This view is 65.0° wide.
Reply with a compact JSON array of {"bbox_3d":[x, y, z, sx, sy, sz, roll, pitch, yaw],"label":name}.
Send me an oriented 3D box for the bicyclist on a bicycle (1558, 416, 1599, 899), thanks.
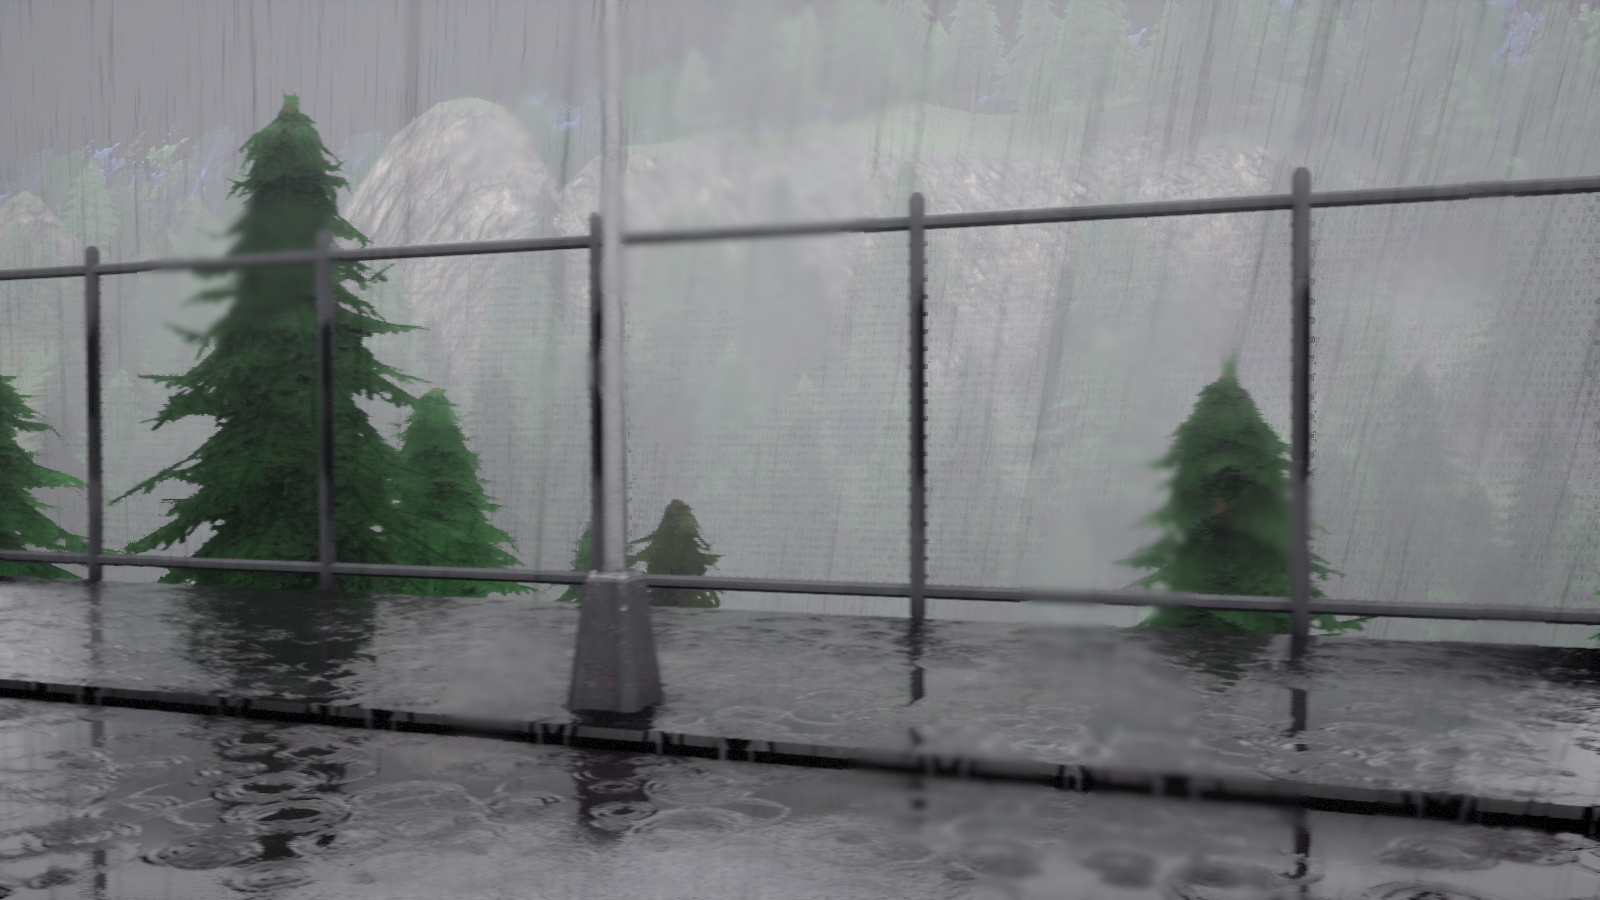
[{"bbox_3d":[2.673,0.728,2.812,1.509,1.612,0.866,1,1,19],"label":"bicyclist on a bicycle"}]
